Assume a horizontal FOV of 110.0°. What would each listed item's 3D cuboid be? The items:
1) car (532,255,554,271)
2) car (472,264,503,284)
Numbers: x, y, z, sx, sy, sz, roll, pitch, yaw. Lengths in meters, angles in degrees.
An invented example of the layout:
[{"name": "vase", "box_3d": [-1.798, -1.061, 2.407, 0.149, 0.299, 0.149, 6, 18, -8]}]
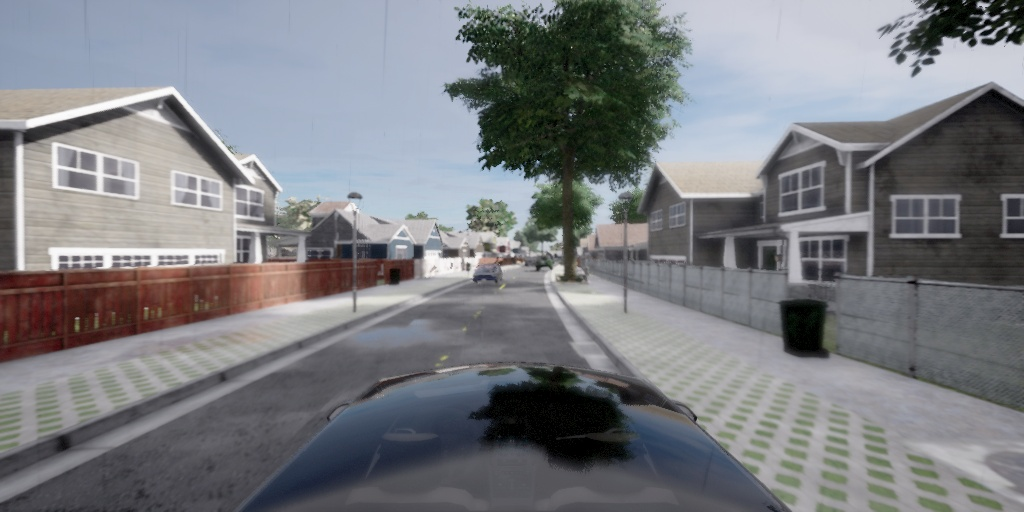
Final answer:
[{"name": "car", "box_3d": [4.408, 0.930, 48.841, 2.150, 2.045, 5.566, -5, -1, 8]}, {"name": "car", "box_3d": [-1.733, 1.293, 27.640, 2.033, 1.411, 5.357, 0, 0, 5]}]
